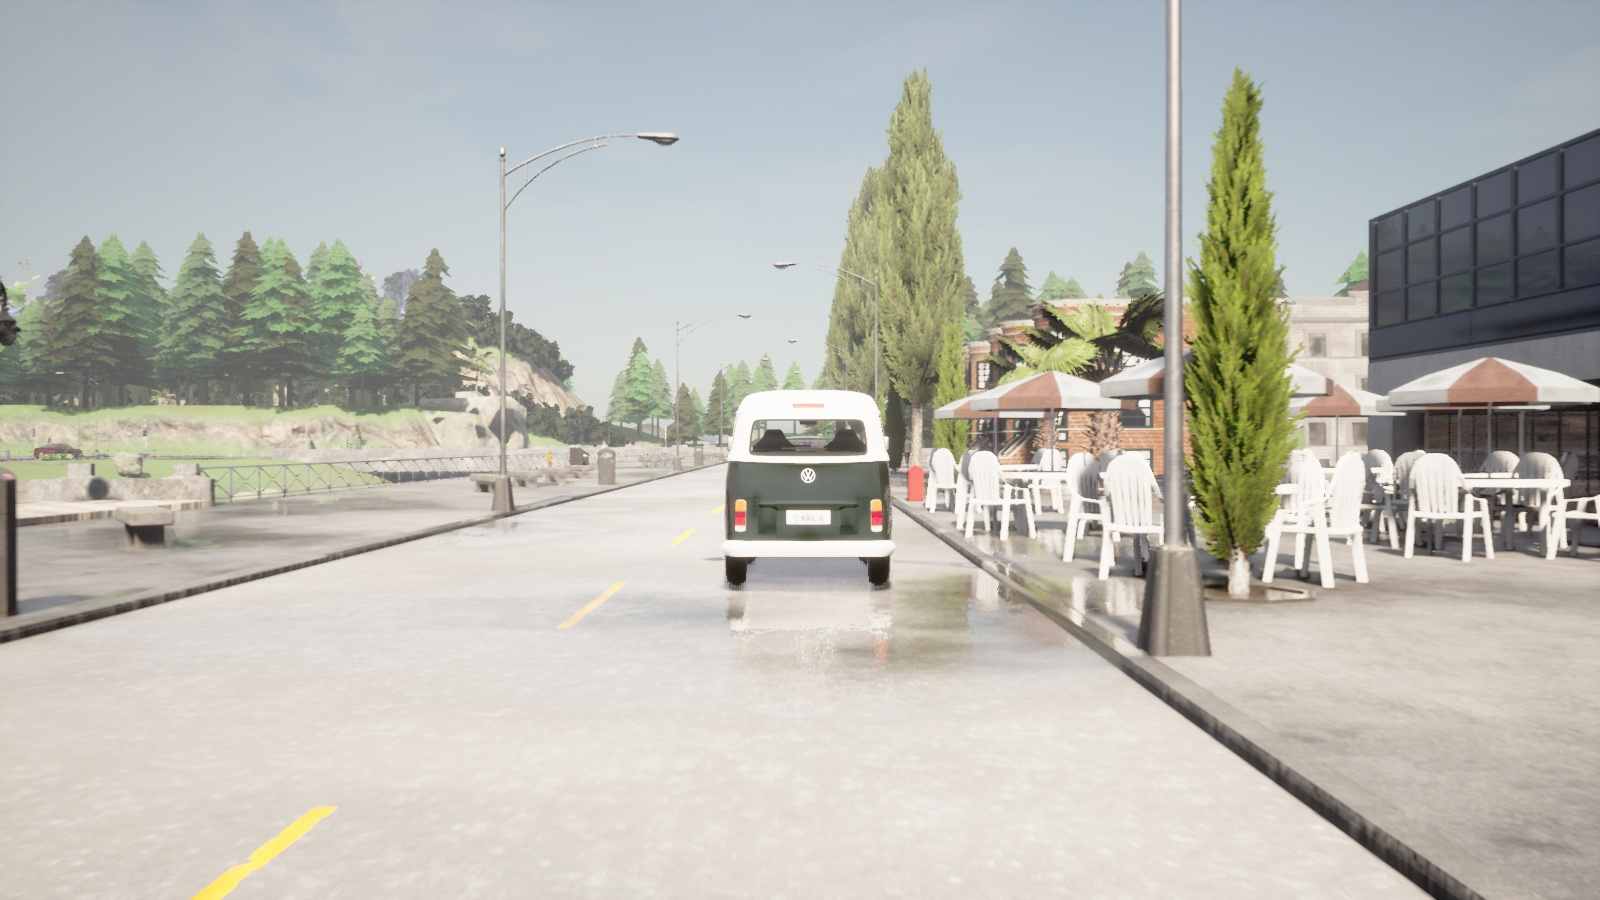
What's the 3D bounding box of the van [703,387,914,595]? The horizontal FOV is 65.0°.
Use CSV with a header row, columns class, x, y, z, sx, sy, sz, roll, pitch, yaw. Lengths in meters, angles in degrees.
class,x,y,z,sx,sy,sz,roll,pitch,yaw
van,0.096,0.388,14.531,2.069,2.038,4.480,0,0,0
